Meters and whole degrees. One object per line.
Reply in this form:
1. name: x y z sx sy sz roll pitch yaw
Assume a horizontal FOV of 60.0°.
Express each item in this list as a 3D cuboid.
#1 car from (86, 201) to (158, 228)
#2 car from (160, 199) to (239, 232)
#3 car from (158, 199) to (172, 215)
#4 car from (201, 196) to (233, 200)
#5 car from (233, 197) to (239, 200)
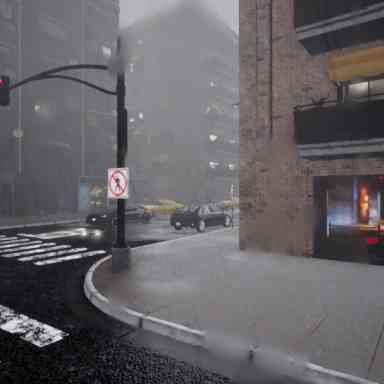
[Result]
1. car: -4.436 1.368 20.591 1.994 1.385 4.181 0 1 36
2. car: 0.599 1.333 18.293 2.008 1.369 4.403 1 1 36
3. car: -2.574 1.252 27.346 1.752 1.417 4.829 1 1 36
4. car: 1.368 1.245 28.595 1.994 1.385 4.181 0 1 36
5. car: 4.079 1.111 36.531 1.752 1.417 4.829 1 1 36
